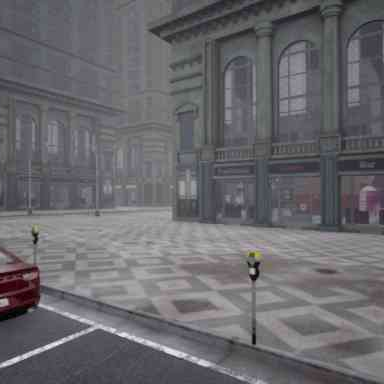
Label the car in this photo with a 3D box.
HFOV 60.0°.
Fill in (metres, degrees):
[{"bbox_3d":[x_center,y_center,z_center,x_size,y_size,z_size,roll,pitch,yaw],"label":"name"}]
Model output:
[{"bbox_3d":[-4.689,1.543,6.299,4.507,1.381,1.887,0,0,35],"label":"car"}]
